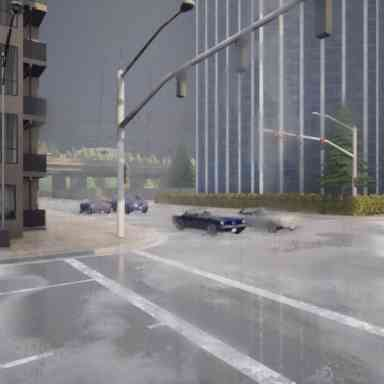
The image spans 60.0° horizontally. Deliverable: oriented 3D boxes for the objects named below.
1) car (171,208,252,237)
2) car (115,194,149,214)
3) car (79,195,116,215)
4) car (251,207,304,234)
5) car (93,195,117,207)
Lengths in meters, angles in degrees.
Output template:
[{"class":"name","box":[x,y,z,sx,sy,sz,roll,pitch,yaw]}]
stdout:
[{"class":"car","box":[0.834,1.601,18.413,1.895,1.301,4.718,0,0,-35]},{"class":"car","box":[-6.654,1.220,35.196,2.150,2.045,5.566,0,0,-35]},{"class":"car","box":[-9.841,1.351,33.652,2.097,1.767,4.553,0,0,-35]},{"class":"car","box":[4.176,1.601,19.744,1.895,1.301,4.718,0,0,-35]},{"class":"car","box":[-13.390,1.352,51.202,2.097,1.767,4.553,0,0,-36]}]
